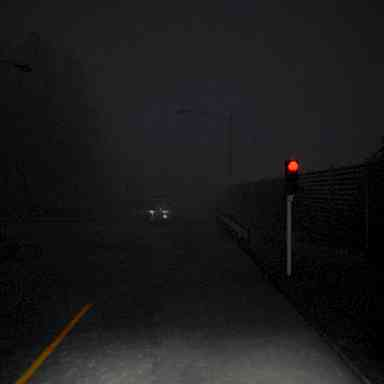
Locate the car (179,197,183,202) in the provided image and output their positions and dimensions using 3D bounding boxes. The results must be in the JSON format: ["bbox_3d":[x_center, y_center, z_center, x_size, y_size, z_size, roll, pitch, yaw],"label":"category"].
[{"bbox_3d":[-4.295,1.540,77.394,5.357,1.411,2.033,0,0,40],"label":"car"}]

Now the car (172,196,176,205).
[{"bbox_3d":[-4.247,1.352,54.117,2.097,1.767,4.553,0,0,0],"label":"car"}]

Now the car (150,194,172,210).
[{"bbox_3d":[-4.229,1.221,43.984,2.150,2.045,5.566,0,0,0],"label":"car"}]

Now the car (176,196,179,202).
[{"bbox_3d":[-4.251,1.526,68.930,1.812,1.442,4.674,0,0,-7],"label":"car"}]

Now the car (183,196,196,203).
[{"bbox_3d":[-0.345,1.505,67.908,1.837,1.490,4.892,0,0,-5],"label":"car"}]
